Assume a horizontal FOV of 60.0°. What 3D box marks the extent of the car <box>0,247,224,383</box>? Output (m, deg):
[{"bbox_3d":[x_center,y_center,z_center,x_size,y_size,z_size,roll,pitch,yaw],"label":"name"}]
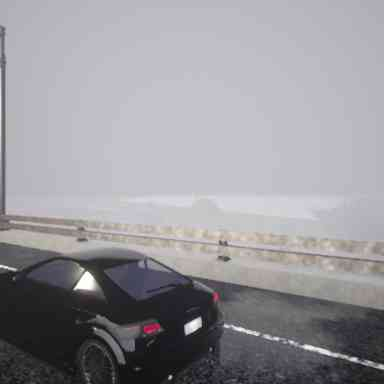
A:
[{"bbox_3d":[-1.614,1.577,5.162,4.181,1.385,1.994,0,0,36],"label":"car"}]
